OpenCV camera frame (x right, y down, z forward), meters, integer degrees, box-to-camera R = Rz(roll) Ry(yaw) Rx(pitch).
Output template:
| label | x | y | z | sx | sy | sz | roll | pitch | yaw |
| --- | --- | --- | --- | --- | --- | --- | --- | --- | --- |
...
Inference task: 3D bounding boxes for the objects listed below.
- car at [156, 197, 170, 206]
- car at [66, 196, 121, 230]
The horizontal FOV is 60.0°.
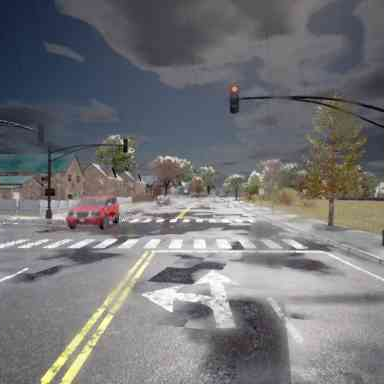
| label | x | y | z | sx | sy | sz | roll | pitch | yaw |
| --- | --- | --- | --- | --- | --- | --- | --- | --- | --- |
| car | -4.812 | 1.597 | 56.345 | 2.128 | 1.511 | 4.902 | 0 | 0 | 3 |
| car | -6.255 | 1.266 | 21.823 | 2.150 | 2.045 | 5.566 | 0 | 0 | 1 |
